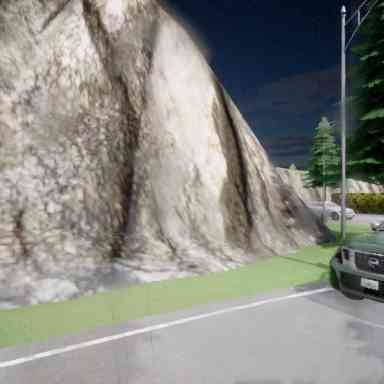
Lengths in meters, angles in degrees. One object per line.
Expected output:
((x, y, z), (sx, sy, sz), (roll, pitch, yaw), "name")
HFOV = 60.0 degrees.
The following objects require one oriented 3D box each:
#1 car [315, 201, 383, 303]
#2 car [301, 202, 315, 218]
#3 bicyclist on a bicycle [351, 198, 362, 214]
((5.443, 1.221, 7.075), (5.566, 2.045, 2.150), (0, 0, -30), "car")
((11.314, 1.526, 27.989), (1.812, 1.442, 4.674), (0, 0, -28), "car")
((16.488, 1.453, 33.370), (1.656, 1.620, 0.582), (0, 0, -28), "bicyclist on a bicycle")
